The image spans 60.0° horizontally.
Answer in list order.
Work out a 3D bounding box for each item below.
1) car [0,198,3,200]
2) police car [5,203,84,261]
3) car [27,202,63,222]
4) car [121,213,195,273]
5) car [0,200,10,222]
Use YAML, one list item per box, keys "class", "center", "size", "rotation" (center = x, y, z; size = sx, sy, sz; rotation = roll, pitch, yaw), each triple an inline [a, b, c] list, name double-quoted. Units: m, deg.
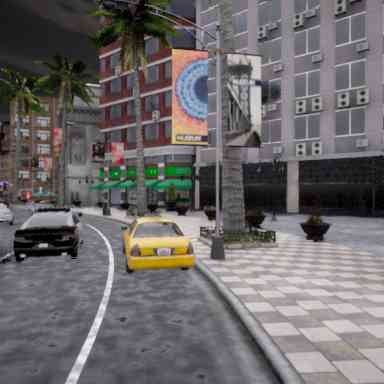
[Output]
- class: "car"
  center: [-23.262, 1.474, 38.971]
  size: [4.892, 1.490, 1.837]
  rotation: [0, 0, 41]
- class: "police car"
  center: [-5.192, 1.418, 12.579]
  size: [1.930, 1.638, 5.238]
  rotation: [0, 0, -15]
- class: "car"
  center: [-12.023, 1.547, 27.013]
  size: [1.994, 1.385, 4.181]
  rotation: [0, 0, -34]
- class: "car"
  center: [-1.288, 1.454, 10.766]
  size: [1.801, 1.575, 5.366]
  rotation: [0, 0, -13]
- class: "car"
  center: [-13.474, 1.508, 22.923]
  size: [1.812, 1.442, 4.674]
  rotation: [0, 0, -31]
